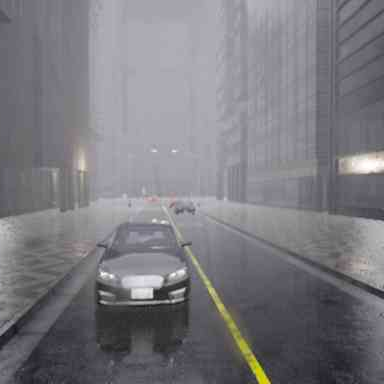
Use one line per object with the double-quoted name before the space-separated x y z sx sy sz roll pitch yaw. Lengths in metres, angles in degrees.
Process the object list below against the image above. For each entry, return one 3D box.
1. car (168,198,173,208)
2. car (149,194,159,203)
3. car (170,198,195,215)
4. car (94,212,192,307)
"car" -2.084 1.490 44.680 1.812 1.442 4.674 0 0 -6
"car" -7.756 1.297 67.866 2.097 1.767 4.553 0 0 -6
"car" -0.857 1.574 33.712 1.895 1.301 4.718 0 0 -6
"car" -1.129 1.484 8.171 2.128 1.511 4.902 0 0 -6
